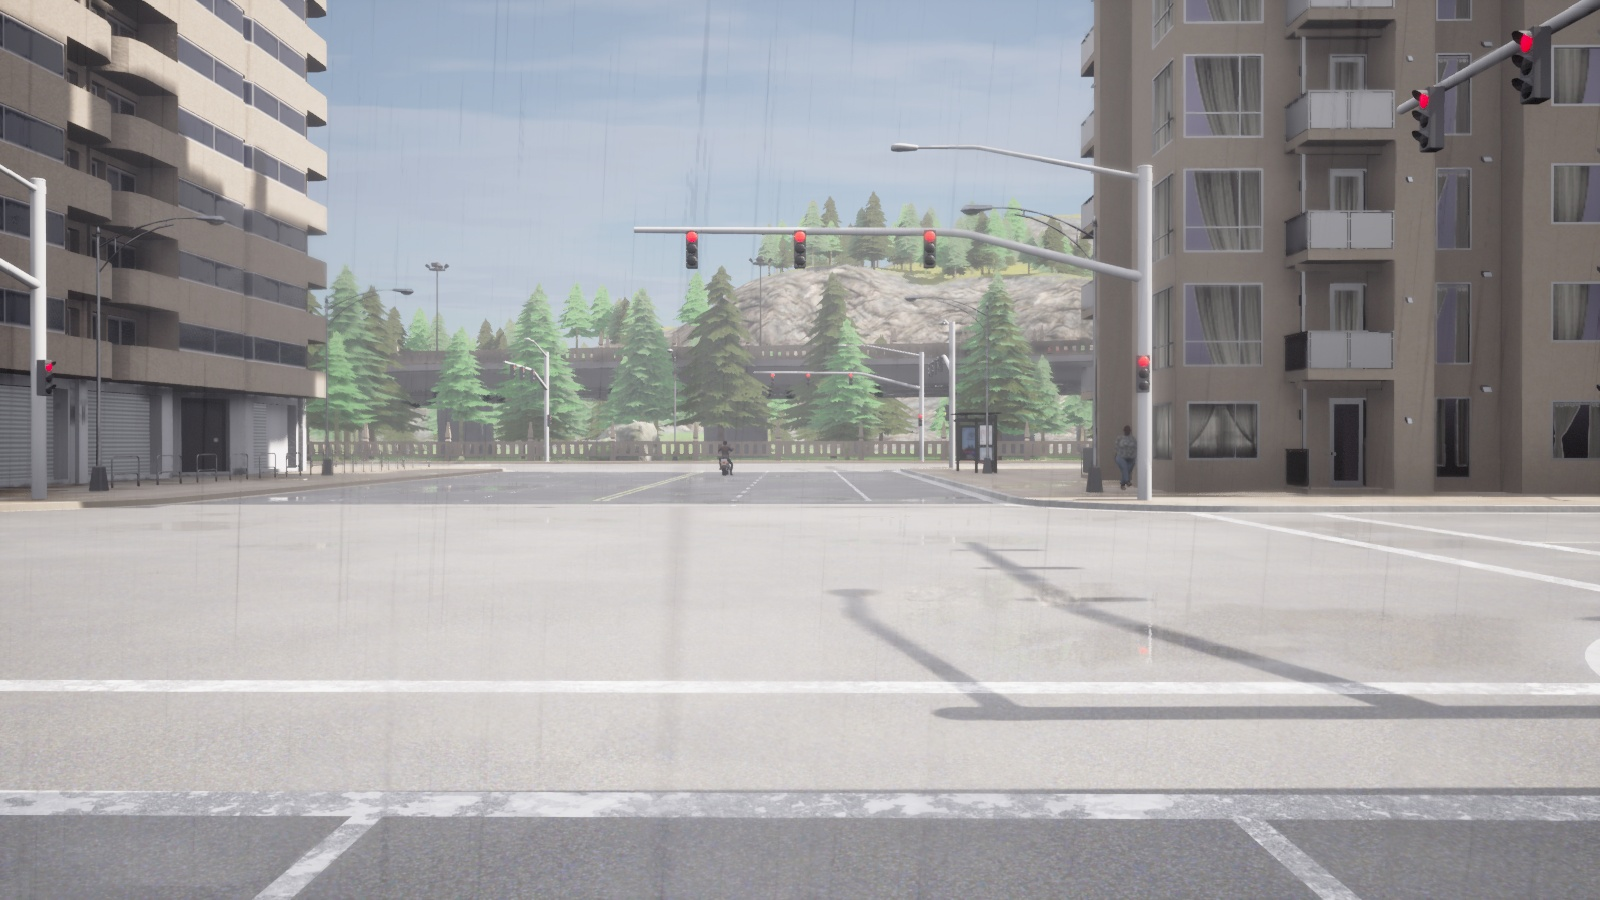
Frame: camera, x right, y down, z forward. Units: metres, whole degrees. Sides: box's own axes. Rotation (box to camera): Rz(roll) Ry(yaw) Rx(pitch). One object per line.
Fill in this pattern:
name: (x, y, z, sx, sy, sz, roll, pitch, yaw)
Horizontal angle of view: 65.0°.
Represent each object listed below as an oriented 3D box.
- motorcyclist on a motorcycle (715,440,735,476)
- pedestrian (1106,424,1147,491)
motorcyclist on a motorcycle: (-3.437, 0.367, 57.900, 0.766, 1.649, 2.350, 0, 0, 0)
pedestrian: (9.121, 0.214, 35.100, 0.874, 1.855, 0.900, 0, 0, -4)
